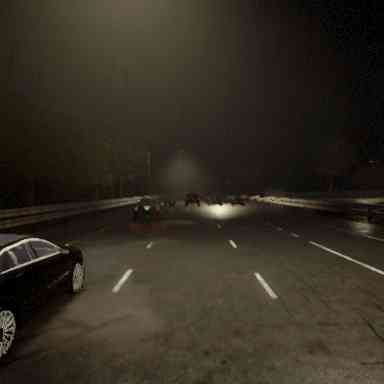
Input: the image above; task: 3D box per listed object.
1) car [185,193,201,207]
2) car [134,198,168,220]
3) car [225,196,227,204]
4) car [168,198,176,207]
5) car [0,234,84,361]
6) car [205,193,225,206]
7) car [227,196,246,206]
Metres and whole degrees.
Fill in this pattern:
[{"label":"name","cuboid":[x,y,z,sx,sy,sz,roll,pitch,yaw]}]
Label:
[{"label":"car","cuboid":[0.101,1.130,50.523,2.150,2.045,5.566,0,0,0]},{"label":"car","cuboid":[-3.401,1.302,27.330,2.097,1.767,4.553,0,0,0]},{"label":"car","cuboid":[7.004,1.440,61.440,2.033,1.411,5.357,0,0,0]},{"label":"car","cuboid":[-3.400,1.512,49.529,1.895,1.301,4.718,0,0,0]},{"label":"car","cuboid":[-3.401,1.481,5.791,2.128,1.511,4.902,0,0,0]},{"label":"car","cuboid":[3.504,1.258,51.405,2.097,1.767,4.553,0,0,0]},{"label":"car","cuboid":[7.004,1.506,51.465,1.895,1.301,4.718,0,0,0]}]
